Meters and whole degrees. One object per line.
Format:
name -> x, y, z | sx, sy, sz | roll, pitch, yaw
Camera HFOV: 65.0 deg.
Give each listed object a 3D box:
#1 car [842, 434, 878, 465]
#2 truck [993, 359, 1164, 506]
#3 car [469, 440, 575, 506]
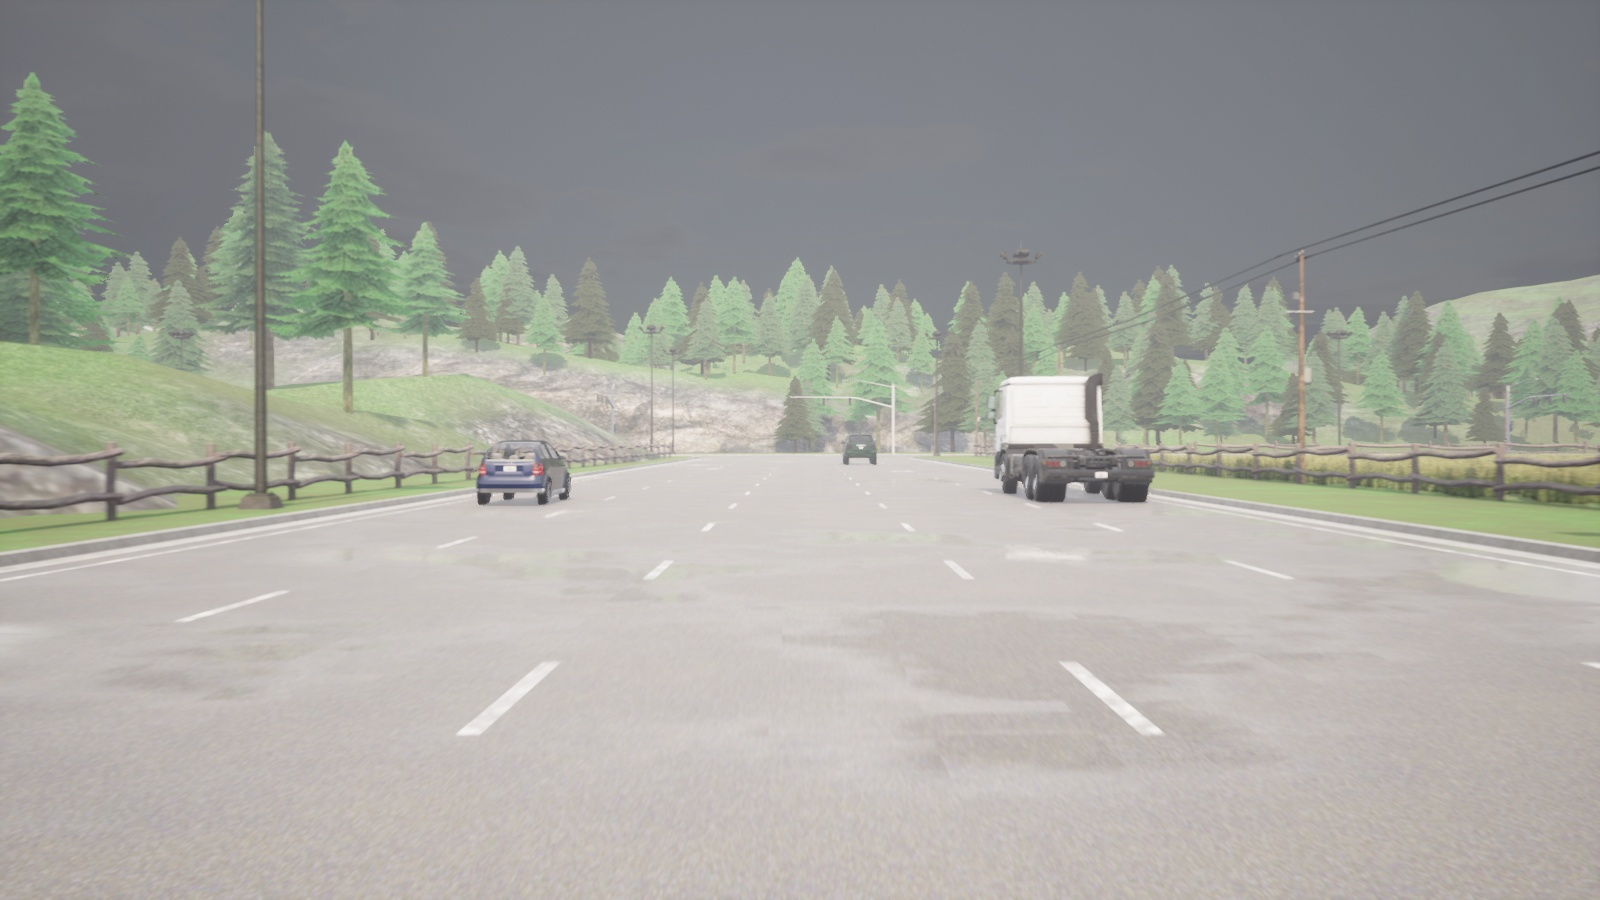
car -> 3.992, -0.054, 84.222 | 2.150, 2.045, 5.566 | 0, 0, 0
truck -> 7.207, -0.439, 33.734 | 2.891, 3.462, 7.936 | 0, 0, 0
car -> -6.809, 0.526, 31.121 | 1.789, 1.549, 3.705 | 0, 0, 0
